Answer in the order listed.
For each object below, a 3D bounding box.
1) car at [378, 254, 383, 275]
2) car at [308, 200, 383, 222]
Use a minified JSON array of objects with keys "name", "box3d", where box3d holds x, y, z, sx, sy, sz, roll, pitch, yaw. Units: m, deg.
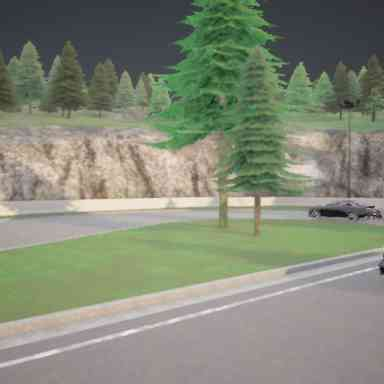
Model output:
[{"name":"car","box3d":[6.830,1.494,8.468,5.357,1.411,2.033,0,0,-36]},{"name":"car","box3d":[11.203,1.364,25.161,2.128,1.511,4.902,0,0,-40]}]
